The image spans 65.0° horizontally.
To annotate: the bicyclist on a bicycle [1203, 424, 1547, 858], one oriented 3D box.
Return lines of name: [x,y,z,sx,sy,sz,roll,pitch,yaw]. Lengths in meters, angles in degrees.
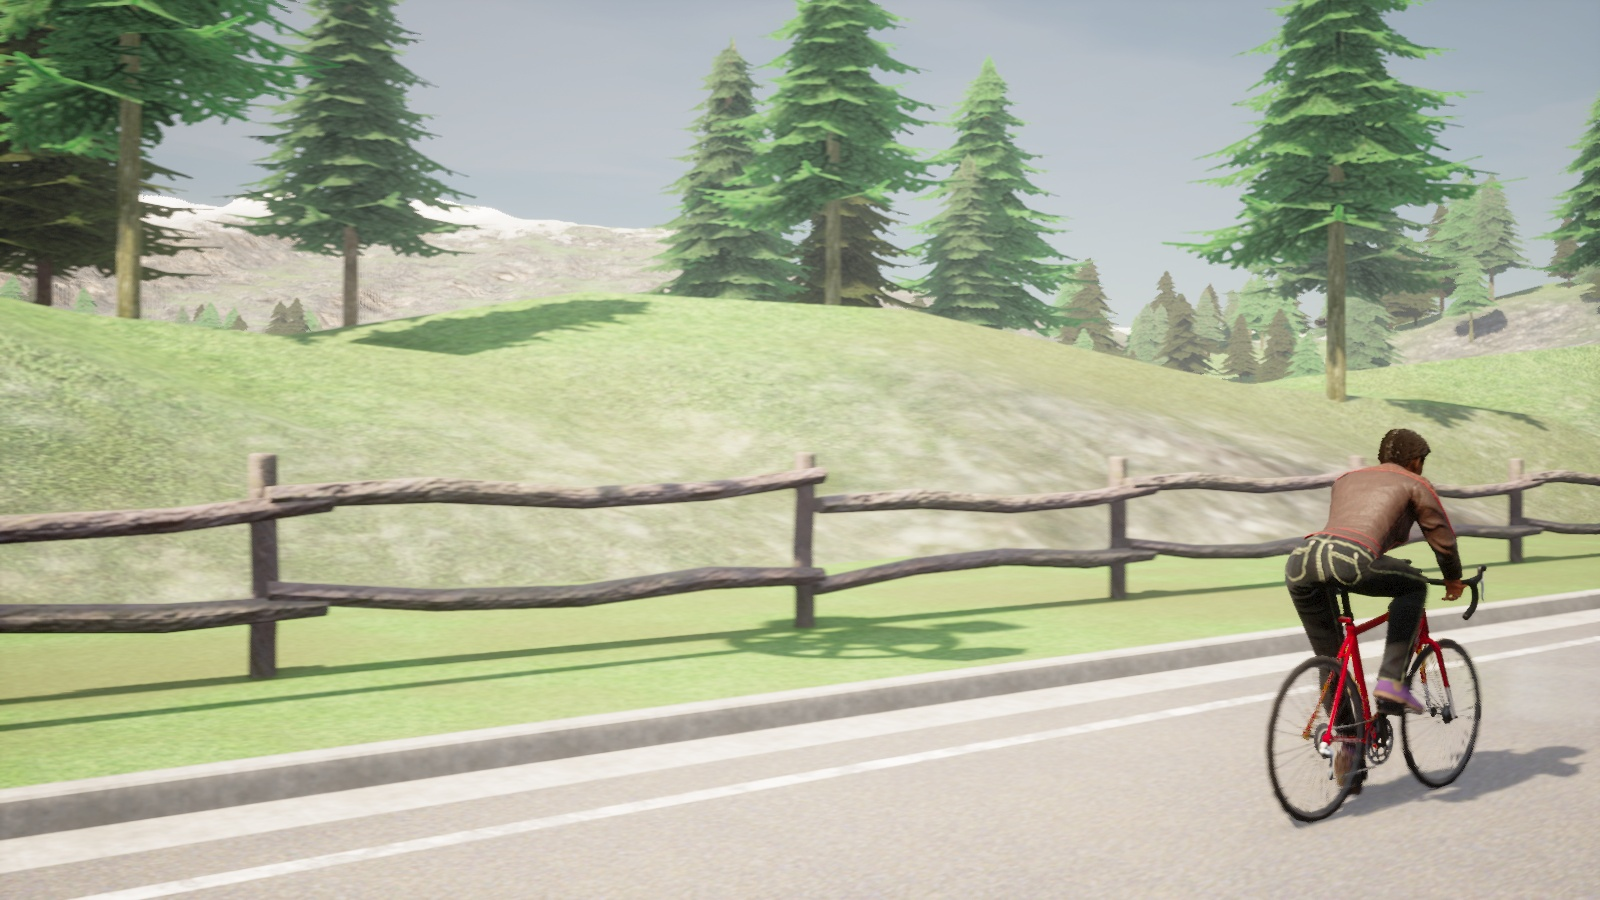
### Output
bicyclist on a bicycle: [2.506,0.719,5.402,1.656,1.620,0.582,1,-1,-35]
